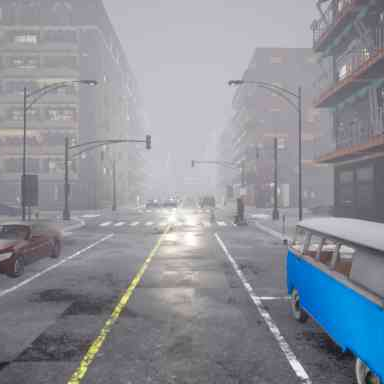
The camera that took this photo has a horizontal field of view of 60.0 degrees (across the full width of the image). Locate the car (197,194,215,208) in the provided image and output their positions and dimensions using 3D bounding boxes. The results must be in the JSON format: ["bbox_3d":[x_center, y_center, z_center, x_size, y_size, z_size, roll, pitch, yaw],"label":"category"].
[{"bbox_3d":[2.303,1.353,48.310,2.192,1.841,5.009,1,0,0],"label":"car"}]

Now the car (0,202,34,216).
[{"bbox_3d":[-17.459,1.591,30.476,5.357,1.411,2.033,0,-1,3],"label":"car"}]

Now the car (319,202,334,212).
[{"bbox_3d":[13.581,1.452,28.094,4.403,1.369,2.008,0,-1,0],"label":"car"}]

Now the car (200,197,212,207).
[{"bbox_3d":[2.265,1.570,54.039,1.752,1.417,4.829,1,0,0],"label":"car"}]

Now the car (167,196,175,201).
[{"bbox_3d":[-5.844,1.718,92.541,1.752,1.417,4.829,1,0,0],"label":"car"}]

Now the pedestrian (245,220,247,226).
[{"bbox_3d":[3.232,1.310,21.937,0.375,1.860,0.375,1,-1,0],"label":"pedestrian"}]

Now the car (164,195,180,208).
[{"bbox_3d":[-3.126,1.602,48.464,1.994,1.385,4.181,0,0,-1],"label":"car"}]

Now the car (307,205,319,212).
[{"bbox_3d":[14.160,1.617,33.510,4.718,1.301,1.895,0,-1,-3],"label":"car"}]

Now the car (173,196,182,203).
[{"bbox_3d":[-3.178,1.615,73.156,1.812,1.442,4.674,0,0,0],"label":"car"}]

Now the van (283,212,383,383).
[{"bbox_3d":[2.527,1.343,4.598,1.690,1.788,3.998,1,0,0],"label":"van"}]

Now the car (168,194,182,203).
[{"bbox_3d":[-3.170,1.578,59.014,1.812,1.442,4.674,0,0,0],"label":"car"}]

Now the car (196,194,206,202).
[{"bbox_3d":[2.103,1.444,81.668,2.192,1.841,5.009,1,0,0],"label":"car"}]

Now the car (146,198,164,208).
[{"bbox_3d":[-5.581,1.604,48.217,1.947,1.339,4.313,1,0,0],"label":"car"}]

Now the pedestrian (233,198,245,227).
[{"bbox_3d":[2.994,1.309,21.222,0.375,1.860,0.375,1,-1,0],"label":"pedestrian"}]

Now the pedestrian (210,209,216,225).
[{"bbox_3d":[1.406,1.676,22.519,0.500,1.100,0.500,1,-1,0],"label":"pedestrian"}]

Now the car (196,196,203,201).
[{"bbox_3d":[2.033,1.776,92.791,1.802,1.307,4.206,1,0,0],"label":"car"}]

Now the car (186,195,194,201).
[{"bbox_3d":[-0.516,1.538,88.303,2.033,1.411,5.357,0,0,0],"label":"car"}]

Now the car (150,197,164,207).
[{"bbox_3d":[-5.614,1.610,53.778,1.947,1.339,4.313,1,0,0],"label":"car"}]

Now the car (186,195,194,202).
[{"bbox_3d":[-0.457,1.658,78.294,1.994,1.385,4.181,0,0,0],"label":"car"}]

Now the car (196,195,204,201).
[{"bbox_3d":[2.068,1.601,87.231,1.967,1.590,4.097,1,0,0],"label":"car"}]

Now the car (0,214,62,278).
[{"bbox_3d":[-5.358,1.588,10.138,1.802,1.307,4.206,1,0,0],"label":"car"}]
